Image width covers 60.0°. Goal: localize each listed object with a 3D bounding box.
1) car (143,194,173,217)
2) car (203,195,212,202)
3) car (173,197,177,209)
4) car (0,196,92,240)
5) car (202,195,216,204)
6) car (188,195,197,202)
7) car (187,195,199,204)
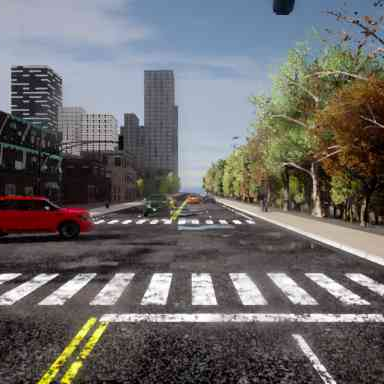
[{"bbox_3d":[-3.293,1.212,32.085,2.150,2.045,5.566,0,0,0],"label":"car"},{"bbox_3d":[3.364,1.471,73.109,1.837,1.490,4.892,0,0,0],"label":"car"},{"bbox_3d":[-3.272,1.463,42.267,1.882,1.535,5.008,0,0,0],"label":"car"},{"bbox_3d":[-7.752,1.221,16.099,5.566,2.045,2.150,0,0,-17],"label":"car"},{"bbox_3d":[3.450,1.540,63.153,1.994,1.385,4.181,0,0,0],"label":"car"},{"bbox_3d":[0.126,1.449,72.843,1.882,1.535,5.008,0,0,0],"label":"car"},{"bbox_3d":[0.195,1.328,63.022,2.097,1.767,4.553,0,0,0],"label":"car"}]
